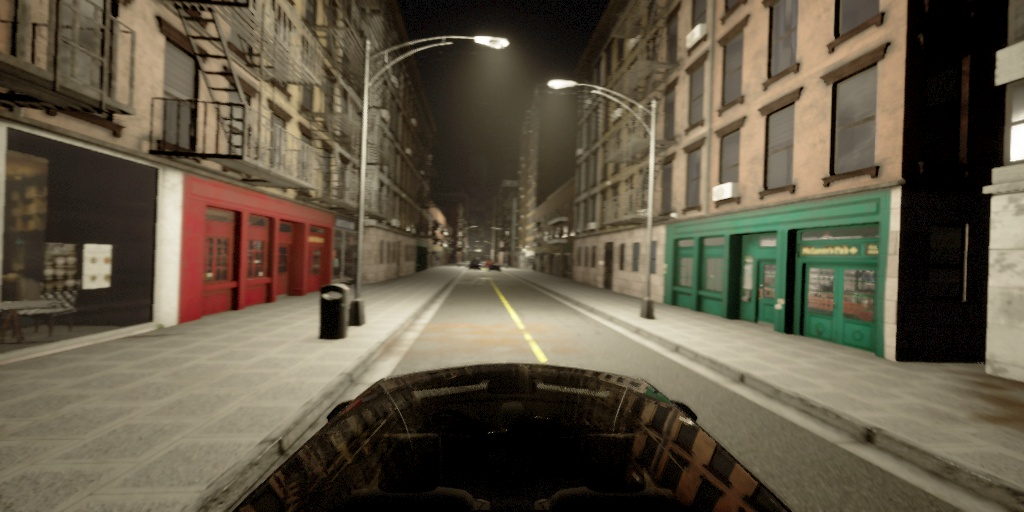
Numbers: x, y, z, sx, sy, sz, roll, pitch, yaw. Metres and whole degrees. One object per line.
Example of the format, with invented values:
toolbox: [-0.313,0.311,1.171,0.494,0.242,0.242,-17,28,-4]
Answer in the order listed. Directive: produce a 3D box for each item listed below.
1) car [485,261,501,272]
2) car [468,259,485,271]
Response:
car: [-2.715,1.706,54.767,1.895,1.301,4.718,2,-1,-6]
car: [-5.899,1.372,57.539,2.097,1.767,4.553,2,-1,-5]
